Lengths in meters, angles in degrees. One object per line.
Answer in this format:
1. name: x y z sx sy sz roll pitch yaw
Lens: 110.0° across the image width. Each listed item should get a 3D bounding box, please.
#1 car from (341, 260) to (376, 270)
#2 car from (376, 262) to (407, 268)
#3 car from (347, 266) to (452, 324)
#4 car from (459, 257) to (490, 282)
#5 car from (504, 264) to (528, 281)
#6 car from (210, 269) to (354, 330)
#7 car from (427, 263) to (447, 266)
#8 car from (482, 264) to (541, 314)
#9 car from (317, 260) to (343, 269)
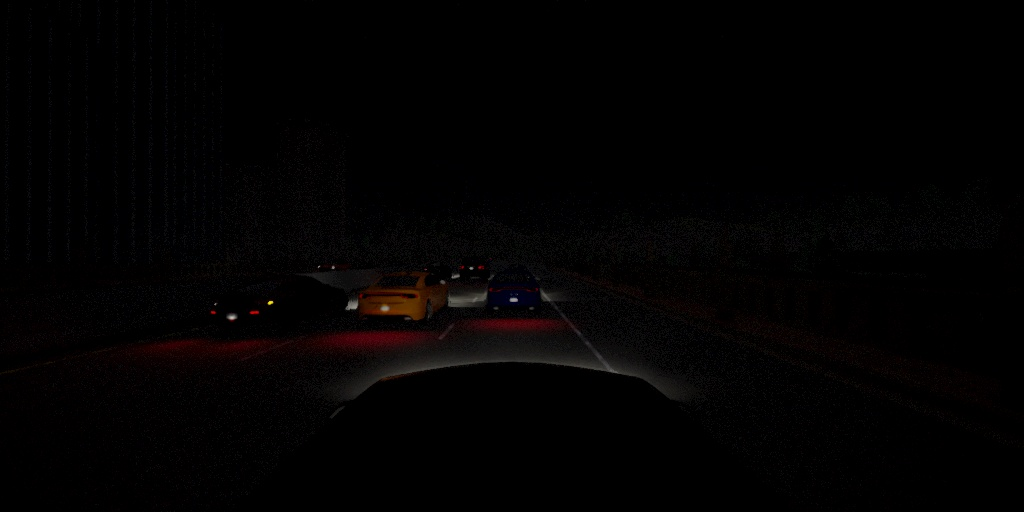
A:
1. car: -17.070 1.457 41.250 2.033 1.411 5.357 0 0 2
2. car: -13.557 1.416 41.579 1.837 1.490 4.892 0 0 2
3. car: -3.418 1.270 12.156 1.882 1.535 5.008 0 0 0
4. car: -3.155 1.091 31.145 2.150 2.045 5.566 0 0 2
5. car: 0.400 1.441 32.999 1.994 1.385 4.181 0 0 2
6. car: -6.924 1.314 11.184 1.812 1.442 4.674 0 0 0
7. car: -6.628 1.364 32.098 2.128 1.511 4.902 0 0 2
8. car: 0.075 1.278 14.162 1.882 1.535 5.008 0 0 0
9. car: -20.557 1.263 41.597 2.097 1.767 4.553 0 0 2
